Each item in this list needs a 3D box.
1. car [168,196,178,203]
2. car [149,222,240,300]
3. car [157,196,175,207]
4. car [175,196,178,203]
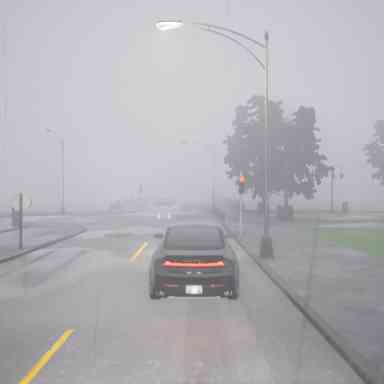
[{"bbox_3d":[-4.035,1.543,71.702,1.837,1.490,4.892,0,0,0],"label":"car"},{"bbox_3d":[0.056,1.510,8.412,1.837,1.490,4.892,0,0,0],"label":"car"},{"bbox_3d":[-4.120,1.535,50.844,1.837,1.490,4.892,0,0,0],"label":"car"},{"bbox_3d":[-4.097,1.637,61.056,1.895,1.301,4.718,0,0,0],"label":"car"}]
